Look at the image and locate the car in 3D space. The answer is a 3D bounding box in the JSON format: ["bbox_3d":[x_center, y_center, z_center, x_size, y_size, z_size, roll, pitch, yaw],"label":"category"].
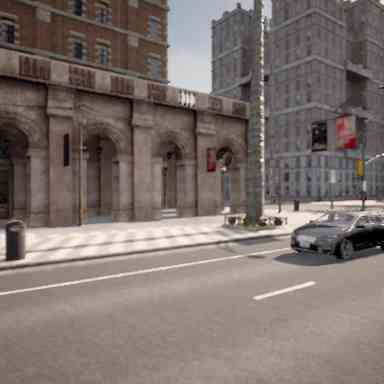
[{"bbox_3d":[5.692,1.454,12.290,4.902,1.511,2.128,0,0,-35],"label":"car"}]
